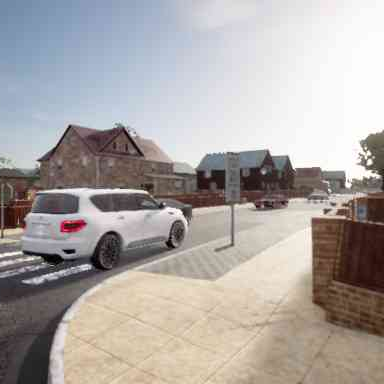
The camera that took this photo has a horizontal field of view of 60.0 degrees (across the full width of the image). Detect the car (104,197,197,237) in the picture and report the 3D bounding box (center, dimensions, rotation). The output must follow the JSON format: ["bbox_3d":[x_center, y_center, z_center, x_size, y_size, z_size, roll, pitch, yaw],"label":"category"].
[{"bbox_3d":[-1.837,1.092,16.577,1.882,1.535,5.008,0,1,30],"label":"car"}]

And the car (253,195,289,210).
[{"bbox_3d":[7.547,0.932,31.499,1.895,1.301,4.718,0,1,34],"label":"car"}]

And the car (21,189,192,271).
[{"bbox_3d":[-2.265,0.916,10.136,2.150,2.045,5.566,-1,1,28],"label":"car"}]

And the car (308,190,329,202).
[{"bbox_3d":[17.254,0.514,45.381,1.812,1.442,4.674,0,1,35],"label":"car"}]

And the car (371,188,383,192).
[{"bbox_3d":[43.901,0.022,79.035,1.895,1.301,4.718,0,0,35],"label":"car"}]
